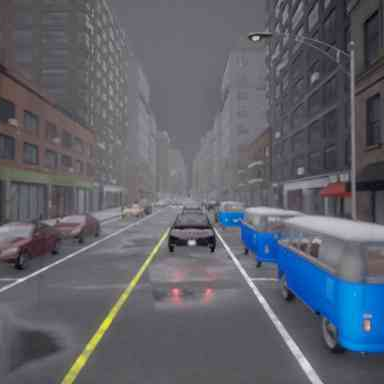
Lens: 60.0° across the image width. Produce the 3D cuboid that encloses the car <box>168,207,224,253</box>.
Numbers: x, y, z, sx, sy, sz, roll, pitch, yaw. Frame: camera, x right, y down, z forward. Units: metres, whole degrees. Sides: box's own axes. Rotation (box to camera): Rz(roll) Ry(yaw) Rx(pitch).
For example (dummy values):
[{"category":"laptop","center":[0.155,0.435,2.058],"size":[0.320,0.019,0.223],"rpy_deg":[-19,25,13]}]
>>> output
[{"category":"car","center":[0.004,1.630,14.306],"size":[2.128,1.511,4.902],"rpy_deg":[0,0,0]}]

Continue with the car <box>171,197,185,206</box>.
[{"category":"car","center":[-3.004,2.198,69.276],"size":[1.837,1.490,4.892],"rpy_deg":[0,-1,0]}]

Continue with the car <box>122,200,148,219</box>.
[{"category":"car","center":[-5.852,1.847,33.206],"size":[1.752,1.417,4.829],"rpy_deg":[1,-1,0]}]

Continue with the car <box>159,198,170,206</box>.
[{"category":"car","center":[-5.855,2.169,71.824],"size":[1.967,1.590,4.097],"rpy_deg":[0,-1,0]}]

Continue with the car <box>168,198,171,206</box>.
[{"category":"car","center":[-5.856,2.219,66.331],"size":[2.008,1.369,4.403],"rpy_deg":[0,-1,0]}]

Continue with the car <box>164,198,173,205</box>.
[{"category":"car","center":[-5.857,2.292,82.810],"size":[1.967,1.590,4.097],"rpy_deg":[0,-1,0]}]

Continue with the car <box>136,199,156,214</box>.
[{"category":"car","center":[-5.851,1.694,38.870],"size":[2.192,1.841,5.009],"rpy_deg":[1,-1,0]}]

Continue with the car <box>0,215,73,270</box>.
[{"category":"car","center":[-5.851,1.692,11.404],"size":[1.802,1.307,4.206],"rpy_deg":[1,-1,0]}]

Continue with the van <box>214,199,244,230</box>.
[{"category":"van","center":[2.682,1.557,22.413],"size":[1.690,1.788,3.998],"rpy_deg":[1,-1,0]}]

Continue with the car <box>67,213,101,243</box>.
[{"category":"car","center":[-5.852,1.745,16.896],"size":[1.802,1.307,4.206],"rpy_deg":[1,-1,0]}]

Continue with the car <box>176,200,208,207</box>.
[{"category":"car","center":[0.003,1.776,29.304],"size":[2.128,1.511,4.902],"rpy_deg":[0,0,0]}]

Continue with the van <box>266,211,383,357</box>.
[{"category":"van","center":[2.684,1.398,5.939],"size":[1.690,1.788,3.998],"rpy_deg":[1,-1,0]}]

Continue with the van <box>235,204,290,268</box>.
[{"category":"van","center":[2.684,1.451,11.430],"size":[1.690,1.788,3.998],"rpy_deg":[1,-1,0]}]

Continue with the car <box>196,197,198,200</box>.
[{"category":"car","center":[2.669,2.341,77.323],"size":[2.008,1.369,4.403],"rpy_deg":[0,-1,0]}]

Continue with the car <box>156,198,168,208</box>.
[{"category":"car","center":[-5.855,2.132,60.669],"size":[1.752,1.417,4.829],"rpy_deg":[0,-1,0]}]

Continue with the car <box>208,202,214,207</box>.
[{"category":"car","center":[2.679,1.821,27.903],"size":[2.008,1.369,4.403],"rpy_deg":[1,-1,0]}]

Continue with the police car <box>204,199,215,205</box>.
[{"category":"police car","center":[3.131,1.888,47.073],"size":[1.930,1.638,5.238],"rpy_deg":[0,-1,0]}]

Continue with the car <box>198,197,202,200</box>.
[{"category":"car","center":[2.672,2.213,66.340],"size":[1.887,1.381,4.507],"rpy_deg":[0,-1,0]}]
